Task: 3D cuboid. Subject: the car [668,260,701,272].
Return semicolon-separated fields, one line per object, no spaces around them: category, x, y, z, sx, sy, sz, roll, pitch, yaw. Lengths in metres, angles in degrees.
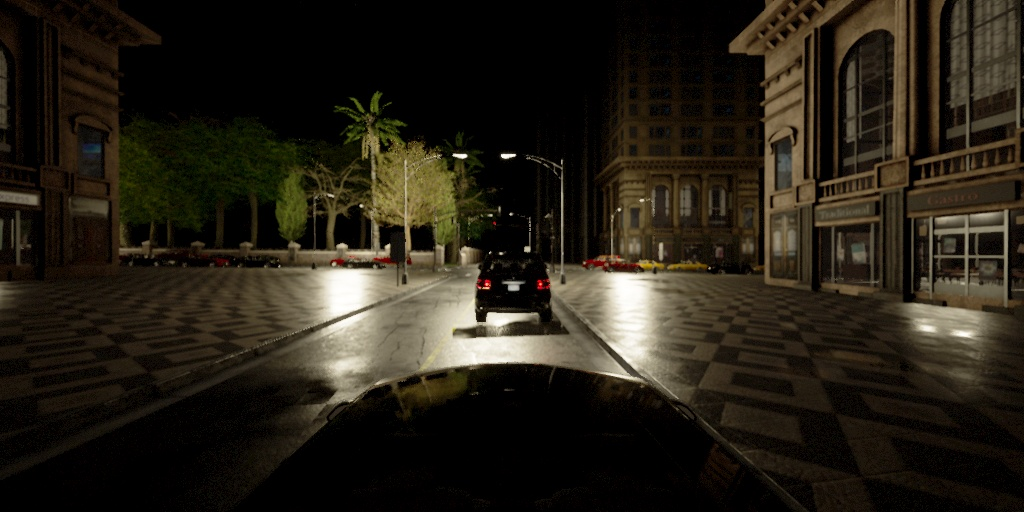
car;22.451;1.258;45.905;4.829;1.417;1.751;0;0;0

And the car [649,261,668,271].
car;16.911;1.185;45.879;4.829;1.417;1.751;0;0;0

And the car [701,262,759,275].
car;22.668;1.327;37.380;4.313;1.339;1.948;0;0;0

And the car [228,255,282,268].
car;-26.297;0.643;37.154;4.313;1.339;1.948;0;0;0

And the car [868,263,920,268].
car;39.288;1.551;37.457;4.207;1.307;1.802;0;0;0

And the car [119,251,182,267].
car;-37.345;0.461;37.103;4.403;1.370;2.007;0;0;0

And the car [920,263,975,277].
car;44.829;1.475;37.482;4.097;1.591;1.967;0;0;0

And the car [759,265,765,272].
car;33.532;1.398;45.956;4.829;1.417;1.751;0;0;0

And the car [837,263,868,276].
car;33.748;1.467;37.431;4.313;1.339;1.948;0;0;0

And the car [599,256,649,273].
car;11.588;1.055;37.329;4.097;1.591;1.967;0;0;0

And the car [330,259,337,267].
car;-20.823;0.674;45.705;4.507;1.381;1.888;0;0;0

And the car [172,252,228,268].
car;-31.821;0.539;37.129;4.507;1.381;1.888;0;0;0

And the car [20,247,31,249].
car;-48.393;0.053;37.052;5.009;1.841;2.192;0;0;0

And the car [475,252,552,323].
car;0.026;0.879;11.862;2.150;2.045;5.566;0;1;0

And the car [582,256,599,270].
car;11.540;0.901;45.854;5.009;1.841;2.192;0;0;0

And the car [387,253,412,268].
car;-15.299;0.524;45.731;5.009;1.841;2.192;0;0;0

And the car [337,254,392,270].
car;-15.249;0.789;37.205;4.403;1.370;2.007;0;0;0

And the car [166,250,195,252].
car;-42.918;0.111;45.603;5.009;1.841;2.192;0;0;0
